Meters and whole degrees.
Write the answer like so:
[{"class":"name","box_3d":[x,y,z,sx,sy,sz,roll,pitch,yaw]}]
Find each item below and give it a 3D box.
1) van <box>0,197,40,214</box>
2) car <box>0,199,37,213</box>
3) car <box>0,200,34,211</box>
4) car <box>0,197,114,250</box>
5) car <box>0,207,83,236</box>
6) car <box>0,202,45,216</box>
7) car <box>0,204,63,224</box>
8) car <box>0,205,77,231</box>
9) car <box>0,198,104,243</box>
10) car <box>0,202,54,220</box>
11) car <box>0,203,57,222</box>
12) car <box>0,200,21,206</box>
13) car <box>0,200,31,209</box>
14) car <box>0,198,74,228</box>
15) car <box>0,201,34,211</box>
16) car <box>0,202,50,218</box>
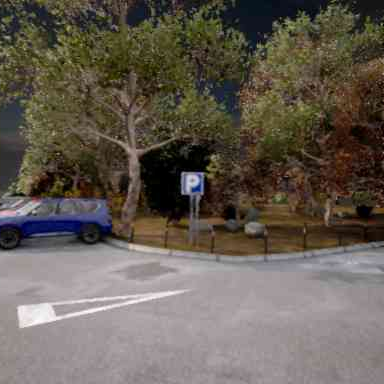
[{"class":"van","box_3d":[-21.640,1.663,41.793,4.442,1.987,1.878,1,-1,-30]},{"class":"car","box_3d":[-23.160,1.792,44.124,4.553,1.767,2.185,1,-1,-30]},{"class":"car","box_3d":[-27.311,2.024,51.373,5.008,1.535,2.097,1,-1,-30]},{"class":"car","box_3d":[-6.455,1.363,15.327,5.566,2.045,2.435,1,-1,-30]},{"class":"car","box_3d":[-9.229,1.693,20.153,4.674,1.452,2.002,1,-1,-30]},{"class":"car","box_3d":[-18.950,1.873,36.909,4.674,1.452,2.002,1,-1,-30]},{"class":"car","box_3d":[-13.332,1.753,27.288,4.792,1.488,2.163,1,-1,-30]},{"class":"car","box_3d":[-10.566,1.675,22.454,5.008,1.535,2.097,1,-1,-30]},{"class":"car","box_3d":[-7.791,1.380,17.629,5.566,2.045,2.435,1,-1,-30]},{"class":"car","box_3d":[-16.157,1.778,32.088,5.008,1.535,2.097,1,-1,-30]},{"class":"car","box_3d":[-14.780,1.780,29.667,4.792,1.488,2.163,1,-1,-30]},{"class":"car","box_3d":[-44.348,2.701,80.851,4.674,1.452,2.002,1,-1,-30]},{"class":"car","box_3d":[-30.106,2.112,56.189,5.008,1.535,2.097,1,-1,-30]},{"class":"car","box_3d":[-11.984,1.446,24.856,5.566,2.045,2.435,1,-1,-30]},{"class":"car","box_3d":[-25.920,2.026,48.958,4.674,1.452,2.002,1,-1,-30]},{"class":"car","box_3d":[-17.711,1.800,34.408,5.366,1.575,1.946,1,-1,-30]}]
